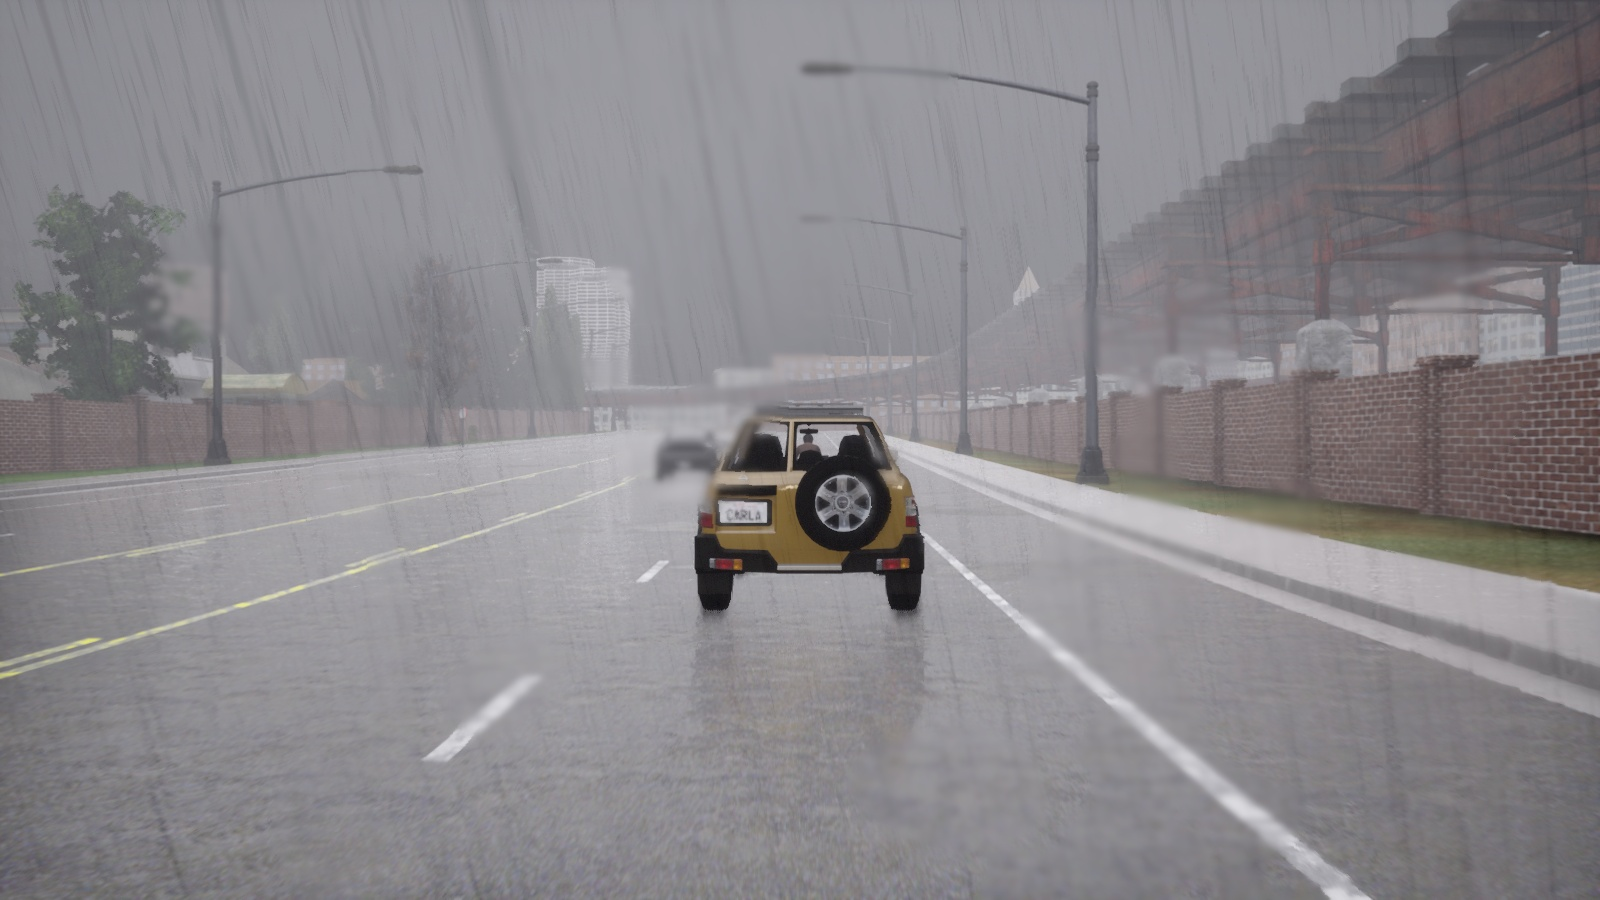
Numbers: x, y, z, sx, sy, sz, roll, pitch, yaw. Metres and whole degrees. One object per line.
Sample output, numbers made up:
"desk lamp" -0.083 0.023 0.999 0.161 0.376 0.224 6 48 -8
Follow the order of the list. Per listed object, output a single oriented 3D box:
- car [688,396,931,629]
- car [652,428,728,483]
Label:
"car" 0.088 0.468 12.308 1.932 1.855 4.605 0 1 0
"car" -3.261 0.116 38.040 1.837 1.490 4.892 0 2 0
